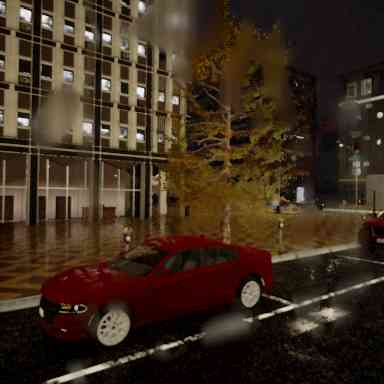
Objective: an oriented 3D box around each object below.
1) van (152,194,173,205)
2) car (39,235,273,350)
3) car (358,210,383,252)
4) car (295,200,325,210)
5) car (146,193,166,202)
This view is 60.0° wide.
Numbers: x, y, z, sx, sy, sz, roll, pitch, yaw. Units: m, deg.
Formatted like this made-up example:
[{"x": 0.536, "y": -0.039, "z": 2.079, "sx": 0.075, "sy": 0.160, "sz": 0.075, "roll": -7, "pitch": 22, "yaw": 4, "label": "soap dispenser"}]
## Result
[{"x": -5.063, "y": 1.162, "z": 55.920, "sx": 1.690, "sy": 1.788, "sz": 3.998, "roll": 2, "pitch": -1, "yaw": -36, "label": "van"}, {"x": -0.411, "y": 1.548, "z": 6.256, "sx": 4.507, "sy": 1.381, "sz": 1.887, "roll": 0, "pitch": 1, "yaw": -36, "label": "car"}, {"x": 8.403, "y": 1.331, "z": 12.650, "sx": 5.009, "sy": 1.841, "sz": 2.192, "roll": 0, "pitch": 1, "yaw": -36, "label": "car"}, {"x": 14.884, "y": 1.613, "z": 42.521, "sx": 1.947, "sy": 1.339, "sz": 4.313, "roll": 2, "pitch": -1, "yaw": -36, "label": "car"}, {"x": -8.122, "y": 1.262, "z": 74.528, "sx": 2.192, "sy": 1.841, "sz": 5.009, "roll": 2, "pitch": -1, "yaw": -36, "label": "car"}]
